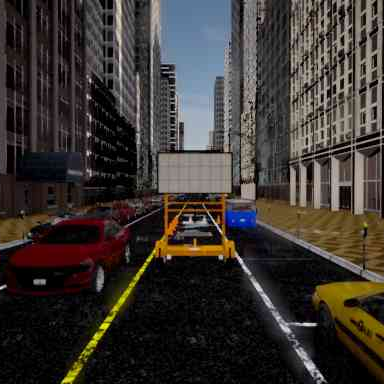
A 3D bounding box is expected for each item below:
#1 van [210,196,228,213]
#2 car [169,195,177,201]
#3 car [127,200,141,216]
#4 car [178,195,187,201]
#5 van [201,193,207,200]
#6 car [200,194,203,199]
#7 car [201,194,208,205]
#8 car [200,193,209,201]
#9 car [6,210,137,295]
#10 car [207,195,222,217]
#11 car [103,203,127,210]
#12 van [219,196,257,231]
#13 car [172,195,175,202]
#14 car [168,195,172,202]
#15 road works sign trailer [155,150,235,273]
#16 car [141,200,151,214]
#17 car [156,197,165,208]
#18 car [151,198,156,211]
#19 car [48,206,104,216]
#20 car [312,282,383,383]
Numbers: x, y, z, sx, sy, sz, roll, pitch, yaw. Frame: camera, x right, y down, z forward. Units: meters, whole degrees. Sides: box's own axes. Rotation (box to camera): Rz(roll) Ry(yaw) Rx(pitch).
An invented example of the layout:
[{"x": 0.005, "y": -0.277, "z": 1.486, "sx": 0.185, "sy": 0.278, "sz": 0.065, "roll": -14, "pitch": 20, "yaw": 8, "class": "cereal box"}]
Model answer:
[{"x": 2.941, "y": 1.332, "z": 37.353, "sx": 1.690, "sy": 1.788, "sz": 3.998, "roll": -1, "pitch": 0, "yaw": 0, "class": "van"}, {"x": -5.081, "y": 1.502, "z": 88.393, "sx": 1.752, "sy": 1.417, "sz": 4.829, "roll": -1, "pitch": 0, "yaw": 0, "class": "car"}, {"x": -5.516, "y": 1.539, "z": 26.045, "sx": 1.887, "sy": 1.381, "sz": 4.507, "roll": -1, "pitch": 0, "yaw": 0, "class": "car"}, {"x": -2.421, "y": 1.503, "z": 83.035, "sx": 1.812, "sy": 1.442, "sz": 4.674, "roll": 0, "pitch": 0, "yaw": 0, "class": "car"}, {"x": 3.338, "y": 1.315, "z": 94.188, "sx": 1.690, "sy": 1.788, "sz": 3.998, "roll": -1, "pitch": 0, "yaw": 0, "class": "van"}, {"x": 3.258, "y": 1.293, "z": 82.821, "sx": 2.192, "sy": 1.841, "sz": 5.009, "roll": -1, "pitch": 0, "yaw": 0, "class": "car"}, {"x": 3.102, "y": 1.536, "z": 60.087, "sx": 2.008, "sy": 1.369, "sz": 4.403, "roll": -1, "pitch": 0, "yaw": 0, "class": "car"}, {"x": 3.298, "y": 1.291, "z": 88.505, "sx": 2.192, "sy": 1.841, "sz": 5.009, "roll": -1, "pitch": 0, "yaw": 0, "class": "car"}, {"x": -2.936, "y": 1.475, "z": 8.945, "sx": 1.882, "sy": 1.535, "sz": 5.008, "roll": 0, "pitch": 0, "yaw": 0, "class": "car"}, {"x": 2.901, "y": 1.308, "z": 31.670, "sx": 2.192, "sy": 1.841, "sz": 5.009, "roll": -1, "pitch": 0, "yaw": 0, "class": "car"}, {"x": -5.556, "y": 1.561, "z": 20.361, "sx": 1.947, "sy": 1.339, "sz": 4.313, "roll": -1, "pitch": 0, "yaw": 0, "class": "car"}, {"x": 2.823, "y": 1.336, "z": 20.302, "sx": 1.690, "sy": 1.788, "sz": 3.998, "roll": -1, "pitch": 0, "yaw": 0, "class": "van"}, {"x": -5.199, "y": 1.564, "z": 71.512, "sx": 1.802, "sy": 1.307, "sz": 4.206, "roll": -1, "pitch": 0, "yaw": 0, "class": "car"}, {"x": -5.278, "y": 1.536, "z": 60.145, "sx": 2.008, "sy": 1.369, "sz": 4.403, "roll": -1, "pitch": 0, "yaw": 0, "class": "car"}, {"x": 0.093, "y": 0.462, "z": 10.701, "sx": 2.380, "sy": 3.560, "sz": 2.880, "roll": 0, "pitch": 0, "yaw": 1, "class": "road works sign trailer"}, {"x": -5.477, "y": 1.543, "z": 31.728, "sx": 2.008, "sy": 1.369, "sz": 4.403, "roll": -1, "pitch": 0, "yaw": 0, "class": "car"}, {"x": -5.358, "y": 1.539, "z": 48.779, "sx": 2.008, "sy": 1.369, "sz": 4.403, "roll": -1, "pitch": 0, "yaw": 0, "class": "car"}, {"x": -5.437, "y": 1.573, "z": 37.412, "sx": 1.802, "sy": 1.307, "sz": 4.206, "roll": -1, "pitch": 0, "yaw": 0, "class": "car"}, {"x": -5.596, "y": 1.547, "z": 14.677, "sx": 2.008, "sy": 1.369, "sz": 4.403, "roll": -1, "pitch": 0, "yaw": 0, "class": "car"}, {"x": 2.707, "y": 1.524, "z": 3.422, "sx": 1.752, "sy": 1.417, "sz": 4.829, "roll": -1, "pitch": 0, "yaw": 0, "class": "car"}]
